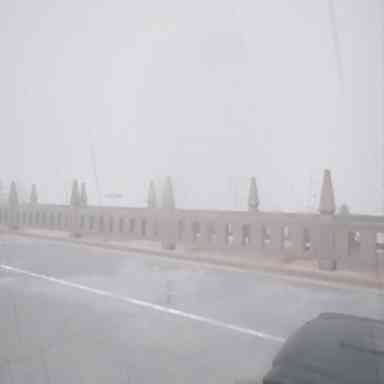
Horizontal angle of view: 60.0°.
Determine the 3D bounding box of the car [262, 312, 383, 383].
[{"bbox_3d":[2.796,1.600,1.998,4.718,1.301,1.895,0,0,35],"label":"car"}]
